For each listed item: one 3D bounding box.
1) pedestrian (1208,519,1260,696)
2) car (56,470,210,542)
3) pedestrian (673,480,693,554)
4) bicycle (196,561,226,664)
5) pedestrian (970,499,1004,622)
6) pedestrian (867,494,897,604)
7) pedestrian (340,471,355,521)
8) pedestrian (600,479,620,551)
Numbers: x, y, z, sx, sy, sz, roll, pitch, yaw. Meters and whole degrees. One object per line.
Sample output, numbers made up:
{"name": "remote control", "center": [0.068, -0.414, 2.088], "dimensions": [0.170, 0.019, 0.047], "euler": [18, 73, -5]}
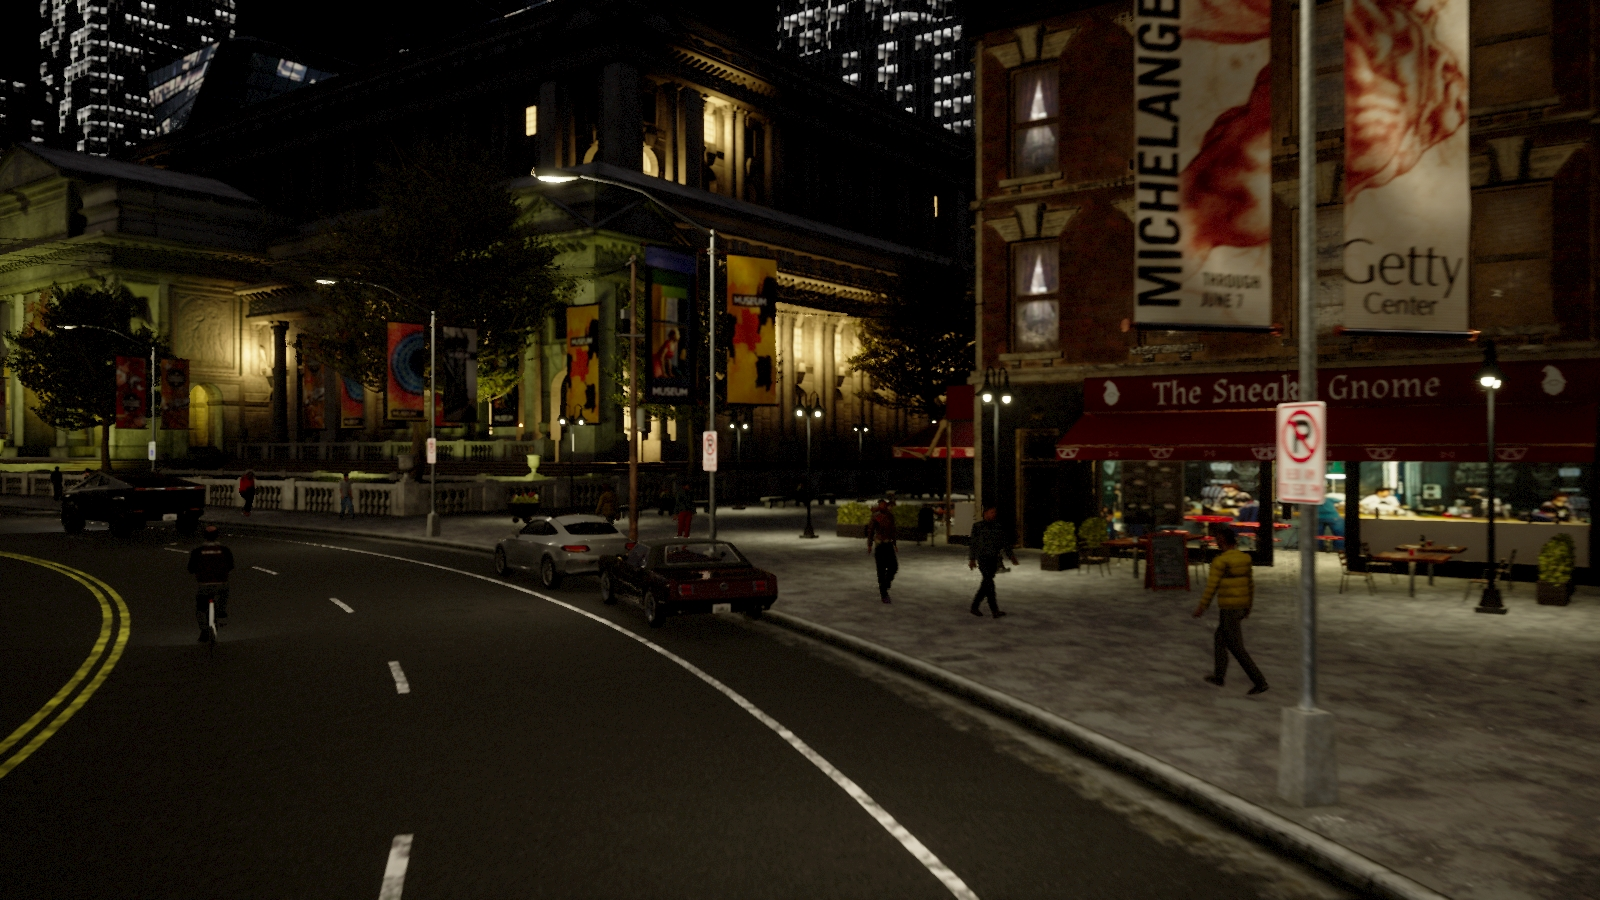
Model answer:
{"name": "pedestrian", "center": [4.727, 1.695, 12.441], "dimensions": [0.375, 1.860, 0.375], "euler": [0, 0, -27]}
{"name": "car", "center": [-22.177, 1.759, 37.851], "dimensions": [6.274, 2.098, 2.390], "euler": [0, 0, 39]}
{"name": "pedestrian", "center": [-2.990, 1.696, 29.245], "dimensions": [0.375, 1.860, 0.375], "euler": [0, 0, -40]}
{"name": "bicycle", "center": [-8.169, 2.212, 15.864], "dimensions": [0.329, 1.171, 1.835], "euler": [0, 0, -26]}
{"name": "pedestrian", "center": [2.894, 1.697, 17.716], "dimensions": [0.375, 1.860, 0.375], "euler": [0, 0, -24]}
{"name": "pedestrian", "center": [1.418, 1.698, 19.790], "dimensions": [0.375, 1.860, 0.375], "euler": [0, 0, -22]}
{"name": "pedestrian", "center": [-16.842, 1.700, 42.504], "dimensions": [0.375, 1.860, 0.375], "euler": [0, 0, 34]}
{"name": "pedestrian", "center": [-5.004, 1.697, 30.081], "dimensions": [0.375, 1.860, 0.375], "euler": [0, 0, 36]}
